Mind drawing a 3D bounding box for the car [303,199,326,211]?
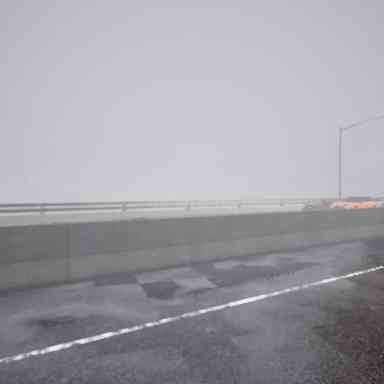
[{"bbox_3d":[13.211,1.360,33.670,4.181,1.385,1.994,0,0,-33],"label":"car"}]

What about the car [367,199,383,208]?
[{"bbox_3d":[16.974,1.420,27.768,4.181,1.385,1.994,0,0,-33],"label":"car"}]

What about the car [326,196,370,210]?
[{"bbox_3d":[14.843,1.178,30.554,4.553,1.767,2.097,0,0,-33],"label":"car"}]
